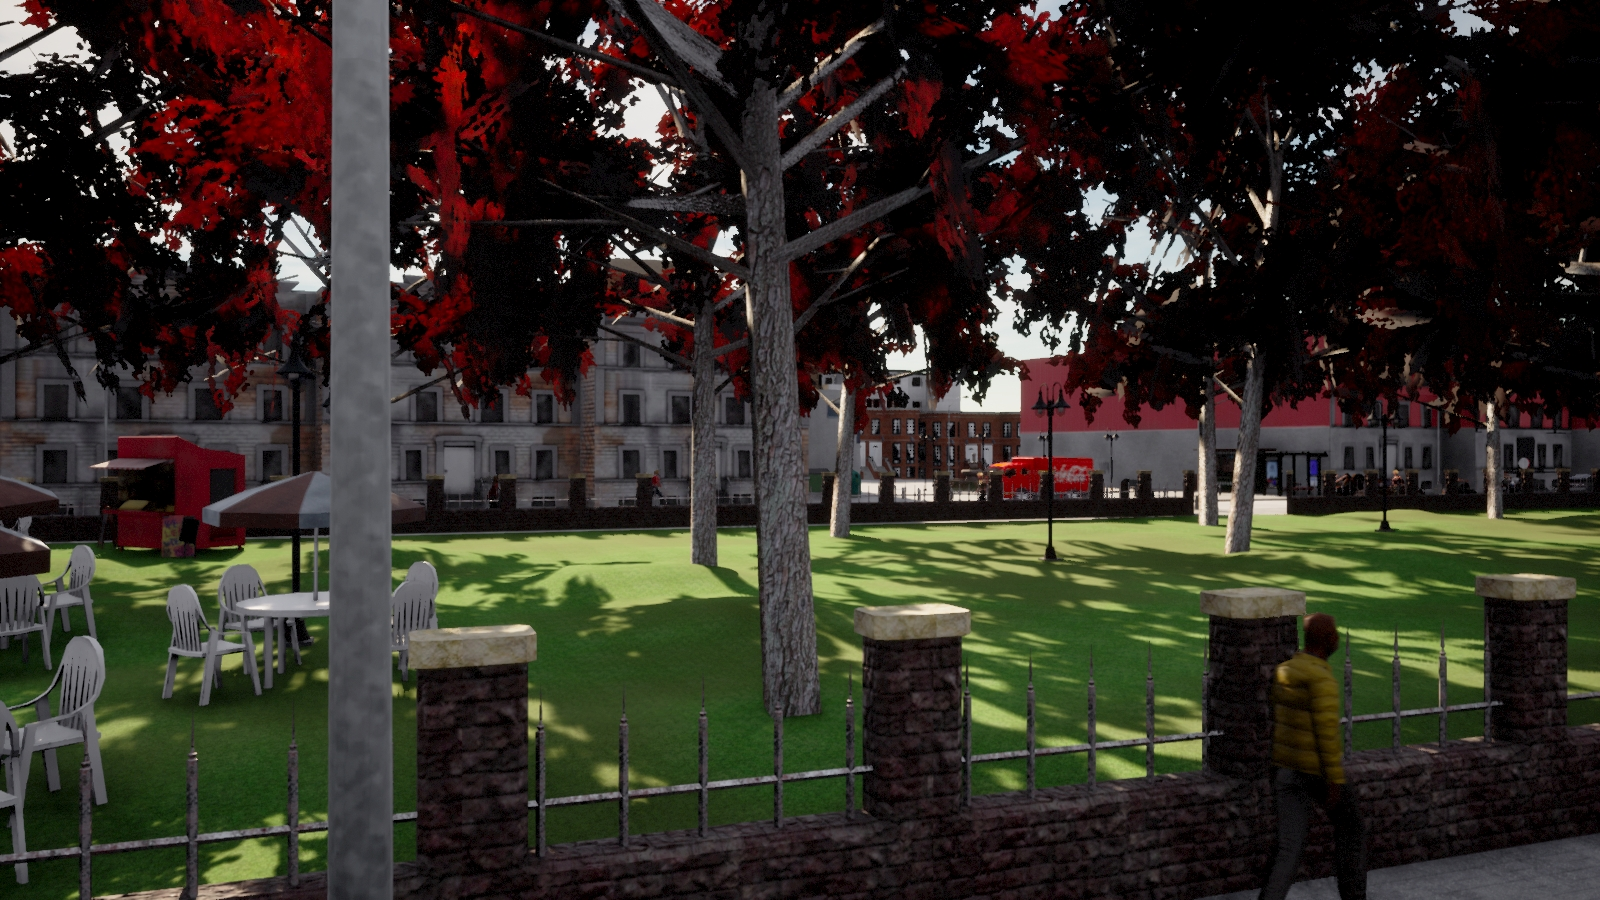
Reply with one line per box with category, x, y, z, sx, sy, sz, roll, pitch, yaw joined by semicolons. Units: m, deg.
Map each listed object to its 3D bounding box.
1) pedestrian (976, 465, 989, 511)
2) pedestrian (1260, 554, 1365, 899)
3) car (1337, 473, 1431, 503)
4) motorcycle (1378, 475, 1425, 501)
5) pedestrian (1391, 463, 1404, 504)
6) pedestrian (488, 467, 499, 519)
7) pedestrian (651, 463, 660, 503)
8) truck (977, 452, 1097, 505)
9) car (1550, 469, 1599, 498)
pedestrian;7.379;1.532;46.228;0.375;1.860;0.375;0;0;-17
pedestrian;2.826;1.527;6.309;0.375;1.860;0.375;0;0;-20
car;29.992;1.930;58.701;4.181;1.385;1.994;-1;0;-20
motorcycle;31.146;1.969;59.123;2.356;1.277;0.764;0;0;-20
pedestrian;27.540;1.542;52.688;0.375;1.860;0.375;0;0;-21
pedestrian;-10.949;1.526;40.827;0.375;1.860;0.375;0;0;-16
pedestrian;-6.737;1.530;53.288;0.375;1.860;0.375;0;0;-20
truck;11.648;1.360;56.271;5.204;2.467;2.627;0;0;-20
car;44.831;1.853;64.081;4.902;1.511;2.128;0;0;-20
